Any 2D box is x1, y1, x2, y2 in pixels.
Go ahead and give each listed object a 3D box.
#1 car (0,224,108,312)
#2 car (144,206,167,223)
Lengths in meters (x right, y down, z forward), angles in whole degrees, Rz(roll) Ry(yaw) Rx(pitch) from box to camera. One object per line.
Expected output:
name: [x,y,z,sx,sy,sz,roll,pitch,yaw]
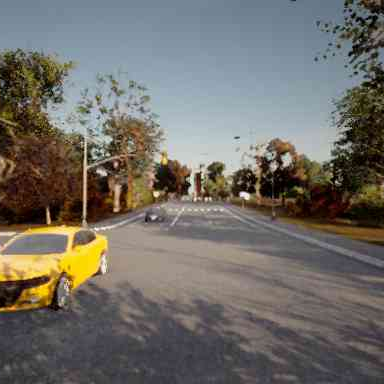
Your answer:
car: [-3.499,1.627,8.275,1.882,1.535,5.008,0,-2,0]
car: [-3.483,2.158,32.596,2.128,1.511,4.902,0,0,0]
